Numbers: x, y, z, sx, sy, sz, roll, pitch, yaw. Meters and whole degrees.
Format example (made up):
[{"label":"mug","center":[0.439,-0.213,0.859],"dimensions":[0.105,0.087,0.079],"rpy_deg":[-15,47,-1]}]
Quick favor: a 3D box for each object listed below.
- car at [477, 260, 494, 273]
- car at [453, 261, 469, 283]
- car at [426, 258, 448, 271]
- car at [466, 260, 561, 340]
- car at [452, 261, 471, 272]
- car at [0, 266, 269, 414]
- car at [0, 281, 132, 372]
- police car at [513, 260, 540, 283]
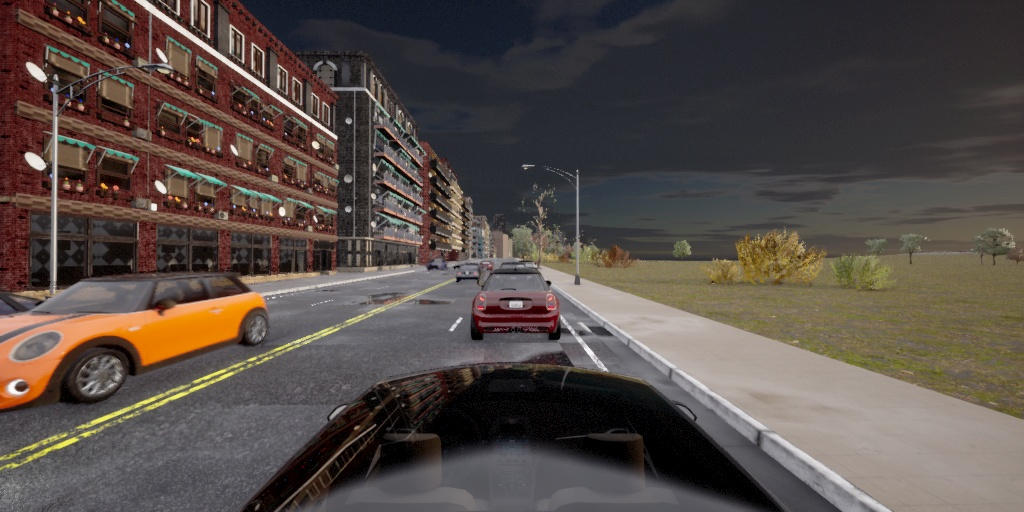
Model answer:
[{"label":"car","center":[-3.213,1.279,44.738],"dimensions":[1.812,1.442,4.674],"rpy_deg":[0,0,-1]},{"label":"car","center":[-3.195,1.301,28.150],"dimensions":[2.033,1.411,5.357],"rpy_deg":[0,0,0]},{"label":"car","center":[-9.915,1.105,47.656],"dimensions":[2.097,1.767,4.553],"rpy_deg":[0,0,0]},{"label":"car","center":[0.080,1.103,10.112],"dimensions":[2.097,1.767,4.553],"rpy_deg":[0,0,0]},{"label":"car","center":[-6.667,1.353,48.213],"dimensions":[1.895,1.301,4.718],"rpy_deg":[0,0,0]},{"label":"car","center":[-6.609,1.103,6.265],"dimensions":[2.097,1.767,4.553],"rpy_deg":[0,0,0]},{"label":"car","center":[-9.859,1.298,5.662],"dimensions":[2.033,1.411,5.357],"rpy_deg":[0,0,0]},{"label":"police car","center":[1.096,1.179,29.380],"dimensions":[1.930,1.638,5.238],"rpy_deg":[0,0,0]}]
